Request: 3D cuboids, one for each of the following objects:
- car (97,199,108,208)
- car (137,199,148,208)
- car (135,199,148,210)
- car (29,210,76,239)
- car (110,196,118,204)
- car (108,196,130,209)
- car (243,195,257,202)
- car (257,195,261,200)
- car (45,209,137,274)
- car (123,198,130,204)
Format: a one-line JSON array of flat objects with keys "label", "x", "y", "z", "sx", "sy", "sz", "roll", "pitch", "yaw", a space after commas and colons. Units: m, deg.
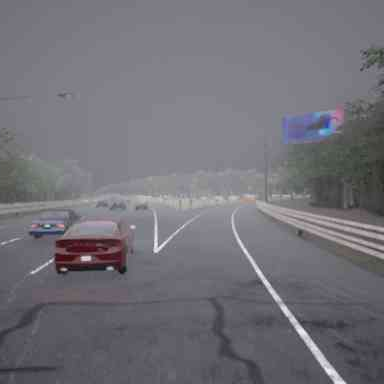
[{"label": "car", "x": -15.965, "y": 2.068, "z": 60.041, "sx": 1.837, "sy": 1.490, "sz": 4.892, "roll": 0, "pitch": -1, "yaw": -9}, {"label": "car", "x": -9.142, "y": 2.042, "z": 61.006, "sx": 1.882, "sy": 1.535, "sz": 5.008, "roll": 0, "pitch": -1, "yaw": -9}, {"label": "car", "x": -7.589, "y": 2.027, "z": 50.450, "sx": 1.895, "sy": 1.301, "sz": 4.718, "roll": 0, "pitch": -1, "yaw": -8}, {"label": "car", "x": -7.139, "y": 1.681, "z": 18.244, "sx": 2.033, "sy": 1.411, "sz": 5.357, "roll": 0, "pitch": 0, "yaw": -6}, {"label": "car", "x": -21.754, "y": 2.222, "z": 92.840, "sx": 2.150, "sy": 2.045, "sz": 5.566, "roll": 0, "pitch": -1, "yaw": -11}, {"label": "car", "x": -11.066, "y": 1.794, "z": 50.634, "sx": 2.097, "sy": 1.767, "sz": 4.553, "roll": 0, "pitch": -1, "yaw": -8}, {"label": "car", "x": 13.951, "y": 1.716, "z": 81.649, "sx": 1.882, "sy": 1.535, "sz": 5.008, "roll": 0, "pitch": 0, "yaw": 23}, {"label": "car", "x": 18.018, "y": 1.582, "z": 90.968, "sx": 1.882, "sy": 1.535, "sz": 5.008, "roll": 0, "pitch": 0, "yaw": 28}, {"label": "car", "x": -2.943, "y": 1.551, "z": 10.899, "sx": 1.882, "sy": 1.535, "sz": 5.008, "roll": 0, "pitch": 0, "yaw": -6}, {"label": "car", "x": -17.284, "y": 2.389, "z": 88.091, "sx": 1.882, "sy": 1.535, "sz": 5.008, "roll": 0, "pitch": -1, "yaw": -11}]
